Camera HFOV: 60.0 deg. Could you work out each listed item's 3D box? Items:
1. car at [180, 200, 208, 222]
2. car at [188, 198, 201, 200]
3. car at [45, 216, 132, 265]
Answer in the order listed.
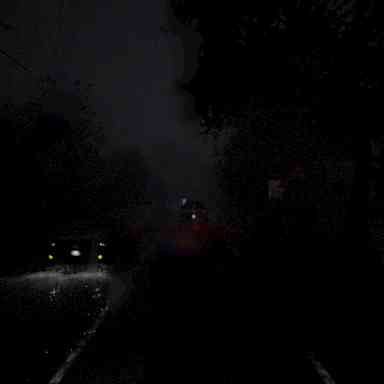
[{"bbox_3d":[0.117,1.462,24.085,1.895,1.301,4.718,0,-4,0],"label":"car"},{"bbox_3d":[0.355,1.350,41.811,1.895,1.301,4.718,0,1,2],"label":"car"},{"bbox_3d":[-3.347,1.552,11.525,1.994,1.385,4.181,0,0,0],"label":"car"}]
